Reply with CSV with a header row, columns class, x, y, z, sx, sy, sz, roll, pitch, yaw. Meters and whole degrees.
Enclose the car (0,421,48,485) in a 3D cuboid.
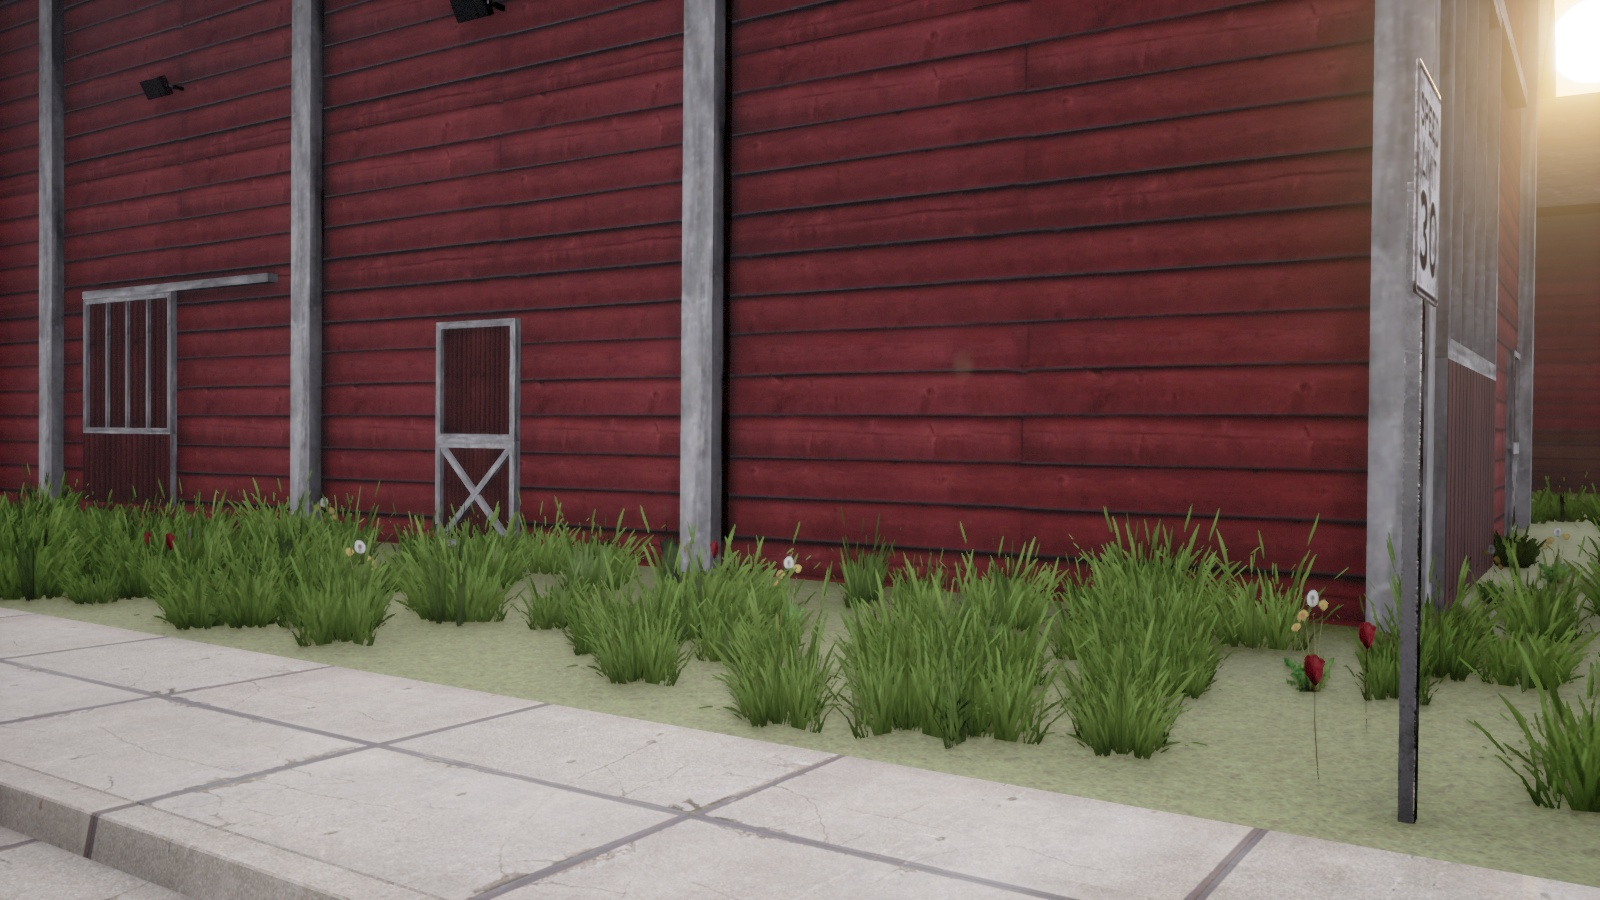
class,x,y,z,sx,sy,sz,roll,pitch,yaw
car,-27.174,0.125,39.595,2.150,2.045,5.566,0,1,33
